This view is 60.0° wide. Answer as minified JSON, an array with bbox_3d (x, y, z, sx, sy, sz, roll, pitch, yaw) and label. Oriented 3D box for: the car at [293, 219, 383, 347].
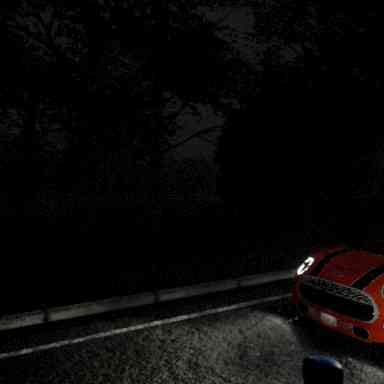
[{"bbox_3d":[4.009,1.261,5.961,4.553,1.767,2.097,-1,1,-28],"label":"car"}]
